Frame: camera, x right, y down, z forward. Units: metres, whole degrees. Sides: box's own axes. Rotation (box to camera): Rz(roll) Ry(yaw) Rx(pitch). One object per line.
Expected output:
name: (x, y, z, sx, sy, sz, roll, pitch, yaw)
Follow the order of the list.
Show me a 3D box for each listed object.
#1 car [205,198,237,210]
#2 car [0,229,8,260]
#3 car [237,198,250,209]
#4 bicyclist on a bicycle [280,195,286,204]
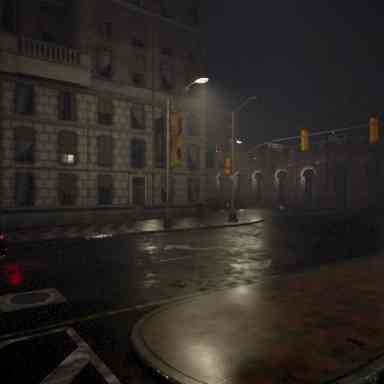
car: (3.008, 1.492, 43.057, 2.128, 1.511, 4.902, 0, 0, -36)
car: (-7.486, 1.491, 8.477, 4.902, 1.511, 2.128, 0, 0, -35)
car: (5.752, 1.526, 45.238, 1.812, 1.442, 4.674, 0, 0, -36)
bicyclist on a bicycle: (15.490, 1.301, 56.467, 1.656, 1.620, 0.582, 0, 0, -36)
